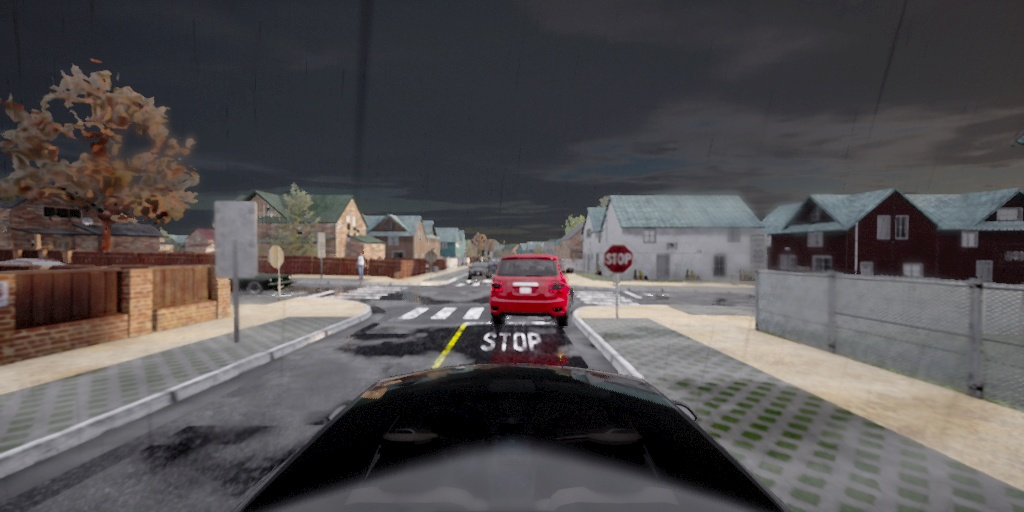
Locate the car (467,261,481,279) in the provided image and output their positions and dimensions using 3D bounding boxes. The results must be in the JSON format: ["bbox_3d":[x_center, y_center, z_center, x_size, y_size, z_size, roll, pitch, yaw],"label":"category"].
[{"bbox_3d":[-2.843,1.231,32.387,1.837,1.490,4.892,0,0,0],"label":"car"}]

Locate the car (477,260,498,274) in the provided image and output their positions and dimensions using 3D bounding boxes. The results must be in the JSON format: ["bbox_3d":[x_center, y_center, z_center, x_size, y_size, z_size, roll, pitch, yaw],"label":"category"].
[{"bbox_3d":[-2.821,1.263,42.220,2.033,1.411,5.357,0,0,0],"label":"car"}]

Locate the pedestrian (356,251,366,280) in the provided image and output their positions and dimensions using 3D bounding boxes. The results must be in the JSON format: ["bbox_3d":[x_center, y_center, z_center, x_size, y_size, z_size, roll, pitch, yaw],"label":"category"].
[{"bbox_3d":[-9.674,0.601,23.010,0.375,1.860,0.375,0,0,1],"label":"pedestrian"}]

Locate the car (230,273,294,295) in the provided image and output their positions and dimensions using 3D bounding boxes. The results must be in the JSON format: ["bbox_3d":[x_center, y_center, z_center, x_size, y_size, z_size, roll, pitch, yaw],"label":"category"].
[{"bbox_3d":[-13.278,1.125,17.252,4.718,1.301,1.895,1,1,0],"label":"car"}]

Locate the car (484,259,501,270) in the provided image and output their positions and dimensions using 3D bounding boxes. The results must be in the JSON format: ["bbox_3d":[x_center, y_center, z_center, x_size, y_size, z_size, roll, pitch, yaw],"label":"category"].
[{"bbox_3d":[-2.819,1.194,52.229,2.128,1.511,4.902,0,0,0],"label":"car"}]

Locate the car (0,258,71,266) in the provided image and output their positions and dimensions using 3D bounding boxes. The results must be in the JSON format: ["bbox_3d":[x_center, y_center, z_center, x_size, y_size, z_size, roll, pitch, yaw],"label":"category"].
[{"bbox_3d":[-22.825,0.855,17.372,4.674,1.442,1.812,2,1,1],"label":"car"}]

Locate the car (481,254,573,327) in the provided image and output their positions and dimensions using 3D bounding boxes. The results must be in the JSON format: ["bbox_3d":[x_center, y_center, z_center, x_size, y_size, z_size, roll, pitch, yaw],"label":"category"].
[{"bbox_3d":[0.803,0.967,11.761,2.150,2.045,5.566,0,0,10],"label":"car"}]
